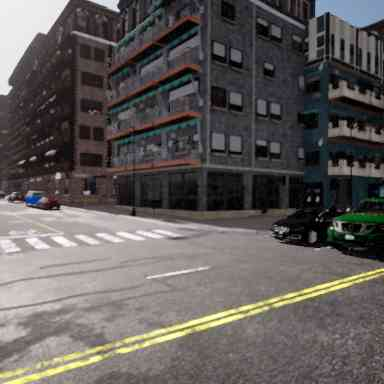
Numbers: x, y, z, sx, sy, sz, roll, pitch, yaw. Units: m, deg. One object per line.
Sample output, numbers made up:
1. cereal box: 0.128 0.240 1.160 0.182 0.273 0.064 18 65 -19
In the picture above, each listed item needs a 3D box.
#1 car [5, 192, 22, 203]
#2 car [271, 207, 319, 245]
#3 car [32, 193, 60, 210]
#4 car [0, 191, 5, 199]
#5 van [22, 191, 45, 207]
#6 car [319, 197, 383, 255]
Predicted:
1. car: -25.416 0.734 48.414 1.967 1.590 4.097 2 0 -37
2. car: 5.836 1.515 15.831 4.892 1.490 1.837 0 0 -35
3. car: -15.119 1.133 35.047 1.802 1.307 4.206 2 0 -37
4. car: -35.656 0.589 61.832 2.008 1.369 4.403 2 0 -37
5. van: -18.563 0.807 39.491 1.690 1.788 3.998 2 0 -37
6. car: 7.733 1.231 13.192 5.566 2.045 2.150 0 0 -36
